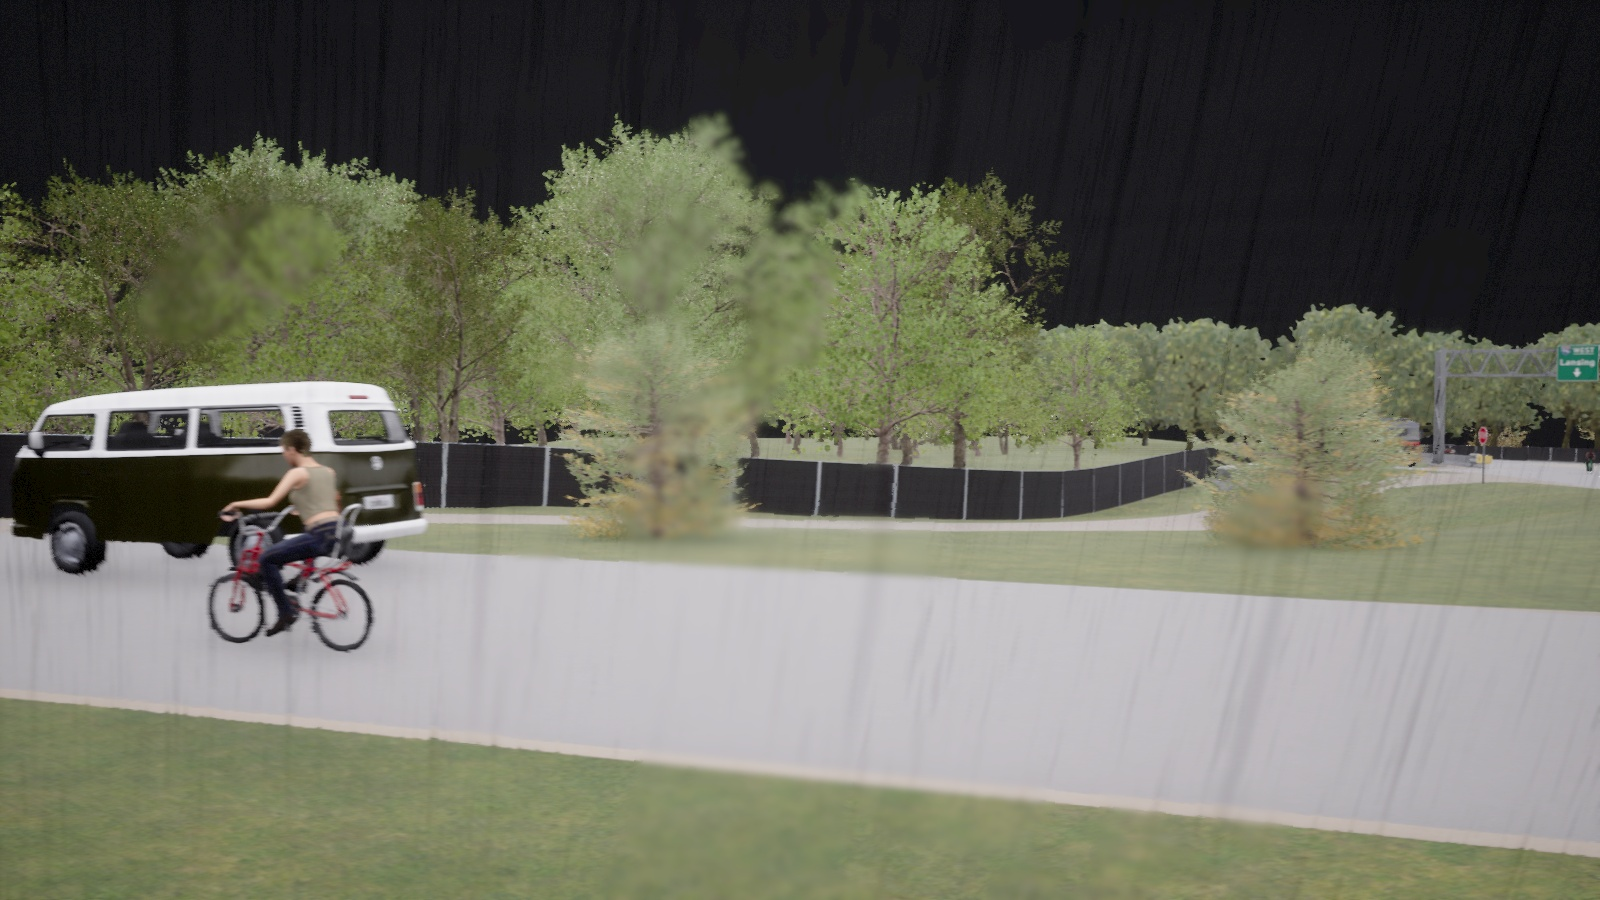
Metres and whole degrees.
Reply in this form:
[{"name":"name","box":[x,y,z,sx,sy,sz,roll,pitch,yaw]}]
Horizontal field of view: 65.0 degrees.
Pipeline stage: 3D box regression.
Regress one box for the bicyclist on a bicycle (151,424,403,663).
[{"name":"bicyclist on a bicycle","box":[-3.818,0.625,9.216,1.509,1.612,0.866,1,2,19]}]

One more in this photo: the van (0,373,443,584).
[{"name":"van","box":[-6.487,0.262,13.877,4.480,2.038,2.069,0,1,20]}]
